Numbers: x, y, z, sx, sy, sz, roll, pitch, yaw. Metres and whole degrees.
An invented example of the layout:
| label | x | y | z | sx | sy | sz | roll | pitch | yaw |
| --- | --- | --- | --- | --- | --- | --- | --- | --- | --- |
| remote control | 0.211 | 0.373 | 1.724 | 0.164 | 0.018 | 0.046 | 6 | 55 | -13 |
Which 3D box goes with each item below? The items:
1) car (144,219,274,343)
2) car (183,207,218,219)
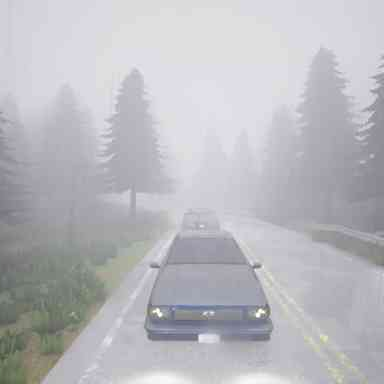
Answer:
| label | x | y | z | sx | sy | sz | roll | pitch | yaw |
| --- | --- | --- | --- | --- | --- | --- | --- | --- | --- |
| car | 0.271 | 1.557 | 7.076 | 2.033 | 1.411 | 5.357 | 0 | 0 | 1 |
| car | 0.449 | 1.584 | 19.161 | 1.994 | 1.385 | 4.181 | 0 | 0 | -2 |
